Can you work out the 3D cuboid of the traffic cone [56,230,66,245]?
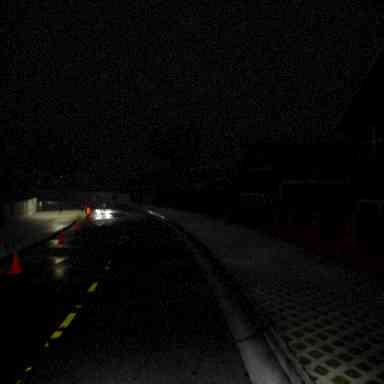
[{"bbox_3d":[-5.564,1.933,14.180,0.340,0.580,0.340,0,0,-9],"label":"traffic cone"}]

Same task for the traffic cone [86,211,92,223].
[{"bbox_3d":[-7.472,1.873,23.755,0.340,0.580,0.340,0,1,-14],"label":"traffic cone"}]

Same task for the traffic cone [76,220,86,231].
[{"bbox_3d":[-6.406,1.907,18.990,0.340,0.580,0.340,0,0,-11],"label":"traffic cone"}]

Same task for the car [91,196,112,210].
[{"bbox_3d":[-10.911,1.254,39.972,2.128,1.511,4.902,0,1,-23],"label":"car"}]

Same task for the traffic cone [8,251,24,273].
[{"bbox_3d":[-4.949,1.952,9.335,0.340,0.580,0.340,0,0,-6],"label":"traffic cone"}]
